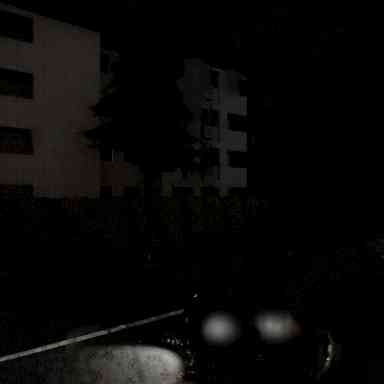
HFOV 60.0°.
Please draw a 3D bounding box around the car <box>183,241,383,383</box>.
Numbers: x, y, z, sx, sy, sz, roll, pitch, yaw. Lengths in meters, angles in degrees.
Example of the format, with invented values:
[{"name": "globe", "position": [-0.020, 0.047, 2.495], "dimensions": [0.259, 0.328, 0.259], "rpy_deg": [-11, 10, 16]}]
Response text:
[{"name": "car", "position": [1.920, 1.565, 5.470], "dimensions": [4.181, 1.385, 1.994], "rpy_deg": [0, 0, -37]}]
